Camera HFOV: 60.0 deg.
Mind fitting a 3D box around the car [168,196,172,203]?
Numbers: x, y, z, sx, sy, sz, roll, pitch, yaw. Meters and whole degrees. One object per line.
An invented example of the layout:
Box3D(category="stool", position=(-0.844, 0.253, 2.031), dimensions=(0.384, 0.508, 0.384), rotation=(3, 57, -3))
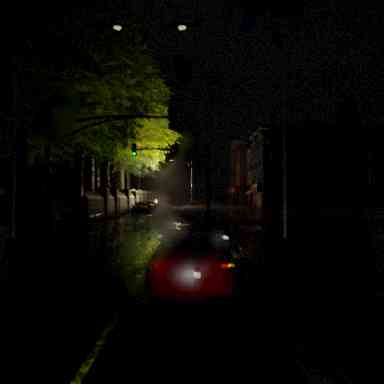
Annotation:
Box3D(category="car", position=(-5.773, 1.699, 65.347), dimensions=(2.192, 1.841, 5.009), rotation=(1, 0, 0))

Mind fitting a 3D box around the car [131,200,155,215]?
Box3D(category="car", position=(-5.545, 1.739, 36.411), dimensions=(2.008, 1.369, 4.403), rotation=(1, 0, 0))

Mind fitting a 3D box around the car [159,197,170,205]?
Box3D(category="car", position=(-5.825, 1.869, 70.796), dimensions=(1.967, 1.590, 4.097), rotation=(1, 0, 0))

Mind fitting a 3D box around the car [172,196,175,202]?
Box3D(category="car", position=(-5.924, 1.966, 81.696), dimensions=(1.967, 1.590, 4.097), rotation=(1, -1, 0))

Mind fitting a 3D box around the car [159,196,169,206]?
Box3D(category="car", position=(-5.730, 1.924, 59.895), dimensions=(1.802, 1.307, 4.206), rotation=(1, 0, 0))

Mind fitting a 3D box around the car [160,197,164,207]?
Box3D(category="car", position=(-5.631, 1.831, 48.996), dimensions=(1.947, 1.339, 4.313), rotation=(1, 0, 0))

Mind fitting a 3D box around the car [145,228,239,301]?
Box3D(category="car", position=(0.026, 1.605, 8.517), dimensions=(1.994, 1.385, 4.181), rotation=(0, 0, 1))

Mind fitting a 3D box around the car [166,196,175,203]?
Box3D(category="car", position=(-6.019, 1.947, 92.598), dimensions=(2.192, 1.841, 5.009), rotation=(1, -1, 0))

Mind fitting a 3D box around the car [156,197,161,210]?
Box3D(category="car", position=(-5.582, 1.782, 43.546), dimensions=(2.008, 1.369, 4.403), rotation=(1, 0, 0))
